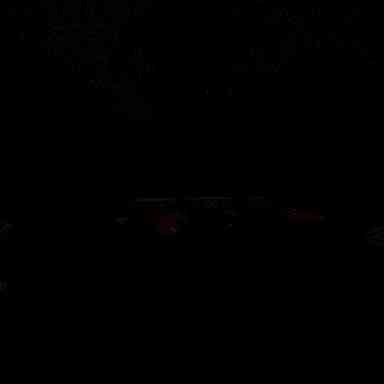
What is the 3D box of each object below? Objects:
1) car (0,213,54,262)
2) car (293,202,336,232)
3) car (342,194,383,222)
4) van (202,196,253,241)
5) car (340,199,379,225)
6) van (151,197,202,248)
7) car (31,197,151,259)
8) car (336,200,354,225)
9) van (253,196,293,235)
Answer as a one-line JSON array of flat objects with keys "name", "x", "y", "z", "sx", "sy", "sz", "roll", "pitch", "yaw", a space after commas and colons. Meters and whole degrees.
[{"name": "car", "x": -6.979, "y": 1.542, "z": 11.092, "sx": 4.674, "sy": 1.452, "sz": 2.002, "roll": -1, "pitch": -1, "yaw": 34}, {"name": "car", "x": 5.278, "y": 1.418, "z": 19.648, "sx": 5.366, "sy": 1.575, "sz": 1.946, "roll": -1, "pitch": -1, "yaw": 34}, {"name": "car", "x": 12.350, "y": 1.126, "z": 24.968, "sx": 5.566, "sy": 2.045, "sz": 2.435, "roll": -1, "pitch": 0, "yaw": 34}, {"name": "van", "x": 0.377, "y": 1.227, "z": 16.225, "sx": 4.442, "sy": 1.987, "sz": 1.878, "roll": -1, "pitch": -1, "yaw": 34}, {"name": "car", "x": 9.988, "y": 1.422, "z": 23.205, "sx": 4.792, "sy": 1.488, "sz": 2.163, "roll": -1, "pitch": -1, "yaw": 34}, {"name": "van", "x": -2.043, "y": 1.243, "z": 14.490, "sx": 4.442, "sy": 1.987, "sz": 1.878, "roll": -1, "pitch": -1, "yaw": 34}, {"name": "car", "x": -4.587, "y": 1.235, "z": 12.837, "sx": 5.566, "sy": 2.045, "sz": 2.435, "roll": -1, "pitch": 0, "yaw": 34}, {"name": "car", "x": 7.516, "y": 1.438, "z": 21.499, "sx": 4.792, "sy": 1.488, "sz": 2.163, "roll": -1, "pitch": 0, "yaw": 34}, {"name": "van", "x": 2.798, "y": 1.212, "z": 17.960, "sx": 4.442, "sy": 1.987, "sz": 1.878, "roll": -1, "pitch": -1, "yaw": 34}]
